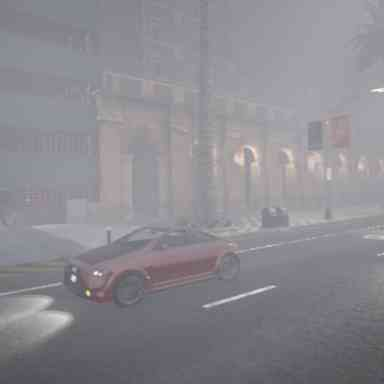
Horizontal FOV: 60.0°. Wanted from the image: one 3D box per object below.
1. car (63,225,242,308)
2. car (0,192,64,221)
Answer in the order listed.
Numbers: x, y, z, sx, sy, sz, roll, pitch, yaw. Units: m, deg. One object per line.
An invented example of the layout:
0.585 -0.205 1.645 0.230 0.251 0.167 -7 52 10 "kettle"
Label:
-0.796 1.516 7.885 4.181 1.385 1.994 -1 0 -38 "car"
-12.741 1.027 25.470 5.566 2.045 2.435 -1 1 -38 "car"
